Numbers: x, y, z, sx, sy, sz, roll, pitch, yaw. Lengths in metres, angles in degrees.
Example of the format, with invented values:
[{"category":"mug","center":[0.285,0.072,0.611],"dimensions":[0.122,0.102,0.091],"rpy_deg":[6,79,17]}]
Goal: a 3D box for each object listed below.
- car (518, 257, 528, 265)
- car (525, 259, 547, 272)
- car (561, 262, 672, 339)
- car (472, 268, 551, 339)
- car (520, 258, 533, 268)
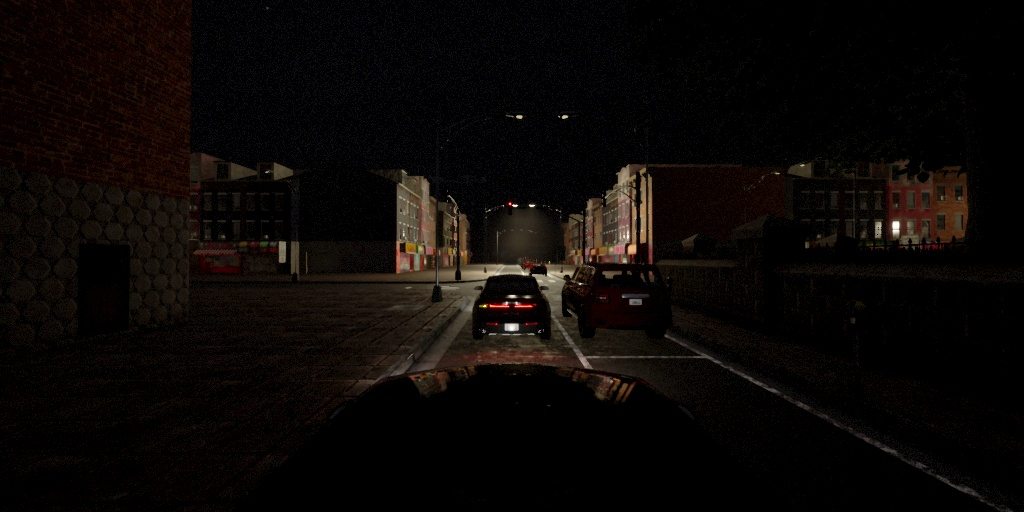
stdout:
[{"category":"car","center":[2.557,1.158,58.221],"dimensions":[2.192,1.841,5.009],"rpy_deg":[0,0,0]},{"category":"car","center":[2.589,1.334,36.472],"dimensions":[1.888,1.381,4.507],"rpy_deg":[0,0,0]},{"category":"car","center":[2.626,1.068,10.043],"dimensions":[2.192,1.841,5.009],"rpy_deg":[0,0,0]},{"category":"car","center":[-0.011,1.258,10.001],"dimensions":[1.837,1.490,4.892],"rpy_deg":[0,0,0]},{"category":"car","center":[2.565,1.373,52.784],"dimensions":[1.888,1.381,4.507],"rpy_deg":[0,0,0]}]
